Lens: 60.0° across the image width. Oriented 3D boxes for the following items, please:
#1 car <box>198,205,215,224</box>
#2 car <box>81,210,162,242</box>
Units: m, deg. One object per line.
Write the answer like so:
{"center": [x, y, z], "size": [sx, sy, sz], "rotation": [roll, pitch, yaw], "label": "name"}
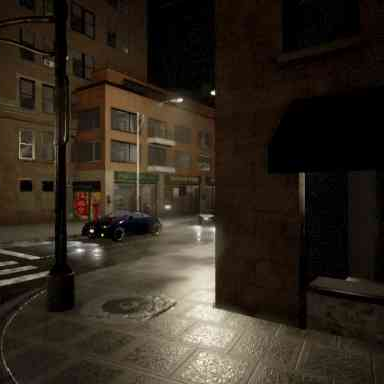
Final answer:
{"center": [2.309, 1.581, 24.737], "size": [1.812, 1.442, 4.674], "rotation": [0, 0, 35], "label": "car"}
{"center": [-3.400, 1.595, 16.726], "size": [1.994, 1.385, 4.181], "rotation": [0, 0, 35], "label": "car"}
